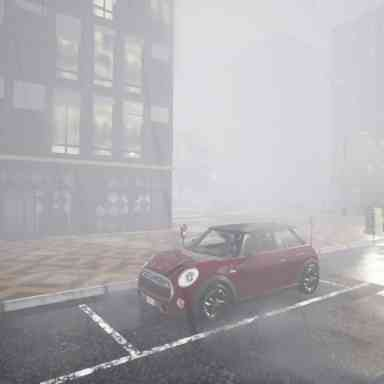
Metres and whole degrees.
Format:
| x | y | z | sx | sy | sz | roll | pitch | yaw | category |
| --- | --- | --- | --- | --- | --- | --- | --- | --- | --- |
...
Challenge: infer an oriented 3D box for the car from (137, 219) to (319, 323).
| x | y | z | sx | sy | sz | roll | pitch | yaw | category |
| --- | --- | --- | --- | --- | --- | --- | --- | --- | --- |
| 0.873 | 1.442 | 7.172 | 4.097 | 1.590 | 1.967 | 0 | 1 | -36 | car |

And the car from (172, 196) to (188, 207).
| x | y | z | sx | sy | sz | roll | pitch | yaw | category |
| --- | --- | --- | --- | --- | --- | --- | --- | --- | --- |
| -2.276 | 1.733 | 55.844 | 1.887 | 1.381 | 4.507 | 1 | -1 | -35 | car |

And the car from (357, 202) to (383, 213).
| x | y | z | sx | sy | sz | roll | pitch | yaw | category |
| --- | --- | --- | --- | --- | --- | --- | --- | --- | --- |
| 20.955 | 1.730 | 37.548 | 1.947 | 1.339 | 4.313 | 1 | -1 | -35 | car |

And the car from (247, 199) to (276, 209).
| x | y | z | sx | sy | sz | roll | pitch | yaw | category |
| --- | --- | --- | --- | --- | --- | --- | --- | --- | --- |
| 11.122 | 1.800 | 51.430 | 1.887 | 1.381 | 4.507 | 1 | -1 | -35 | car |

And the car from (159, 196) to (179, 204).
| x | y | z | sx | sy | sz | roll | pitch | yaw | category |
| --- | --- | --- | --- | --- | --- | --- | --- | --- | --- |
| -5.267 | 1.724 | 74.568 | 2.192 | 1.841 | 5.009 | 1 | -1 | -35 | car |

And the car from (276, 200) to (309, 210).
| x | y | z | sx | sy | sz | roll | pitch | yaw | category |
| --- | --- | --- | --- | --- | --- | --- | --- | --- | --- |
| 14.399 | 1.807 | 46.802 | 1.802 | 1.307 | 4.206 | 1 | -1 | -35 | car |

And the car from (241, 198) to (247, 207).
| x | y | z | sx | sy | sz | roll | pitch | yaw | category |
| --- | --- | --- | --- | --- | --- | --- | --- | --- | --- |
| 7.843 | 1.726 | 56.058 | 1.967 | 1.590 | 4.097 | 1 | -1 | -35 | car |

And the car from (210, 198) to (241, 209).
| x | y | z | sx | sy | sz | roll | pitch | yaw | category |
| --- | --- | --- | --- | --- | --- | --- | --- | --- | --- |
| 4.280 | 1.678 | 46.590 | 2.008 | 1.369 | 4.403 | 1 | -1 | -35 | car |
